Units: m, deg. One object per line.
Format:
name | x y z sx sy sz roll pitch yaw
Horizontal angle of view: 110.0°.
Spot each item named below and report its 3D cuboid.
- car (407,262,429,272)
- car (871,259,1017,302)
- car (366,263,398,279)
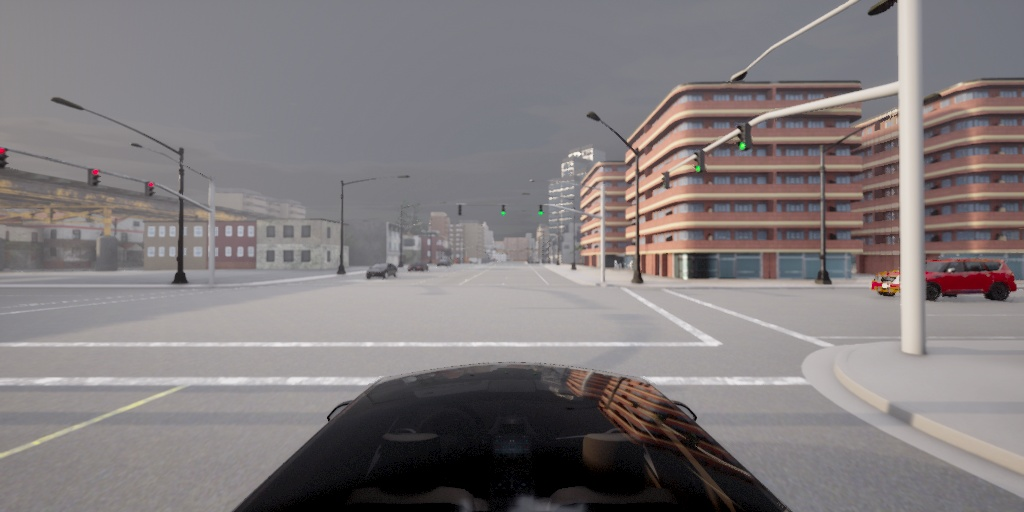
car | -12.681 1.463 48.588 1.994 1.385 4.181 0 1 1
car | 21.530 1.153 18.009 5.566 2.045 2.150 0 -1 0
car | -12.892 1.470 35.814 1.837 1.490 4.892 0 0 1
